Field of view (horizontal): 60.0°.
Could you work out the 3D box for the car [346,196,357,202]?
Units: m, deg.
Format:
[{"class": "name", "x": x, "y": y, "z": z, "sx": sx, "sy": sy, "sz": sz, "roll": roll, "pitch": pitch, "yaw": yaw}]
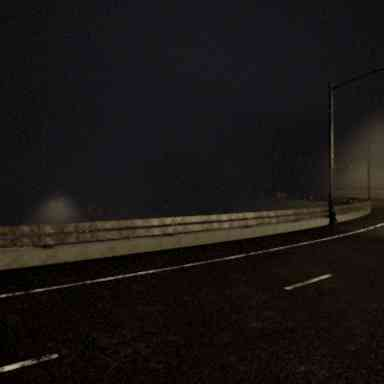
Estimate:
[{"class": "car", "x": 40.180, "y": 1.844, "z": 84.281, "sx": 1.837, "sy": 1.490, "sz": 4.892, "roll": 0, "pitch": 0, "yaw": 3}]
